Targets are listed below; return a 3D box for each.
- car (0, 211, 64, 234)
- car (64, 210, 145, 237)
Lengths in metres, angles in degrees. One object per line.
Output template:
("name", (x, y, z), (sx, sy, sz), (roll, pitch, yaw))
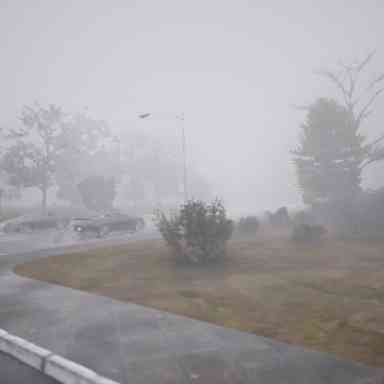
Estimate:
("car", (-11.280, 2.146, 24.201), (2.128, 1.511, 4.902), (-3, -1, 34))
("car", (-5.025, 1.875, 20.790), (2.128, 1.511, 4.902), (-3, -2, 34))
